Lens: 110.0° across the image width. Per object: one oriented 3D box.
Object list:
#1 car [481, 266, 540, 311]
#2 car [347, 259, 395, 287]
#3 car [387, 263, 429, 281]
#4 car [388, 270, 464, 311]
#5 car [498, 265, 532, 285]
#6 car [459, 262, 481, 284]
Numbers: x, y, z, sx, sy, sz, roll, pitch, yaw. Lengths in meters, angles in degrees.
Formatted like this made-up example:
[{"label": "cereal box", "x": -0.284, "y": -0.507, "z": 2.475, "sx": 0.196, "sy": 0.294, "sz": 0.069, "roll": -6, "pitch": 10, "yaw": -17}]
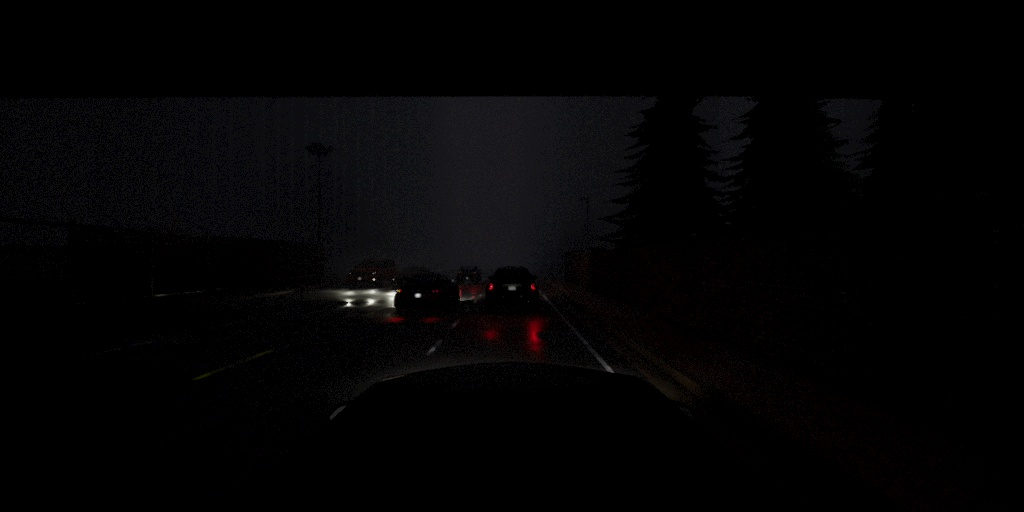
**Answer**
[{"label": "car", "x": 0.016, "y": 1.246, "z": 15.423, "sx": 2.097, "sy": 1.767, "sz": 4.553, "roll": 0, "pitch": -1, "yaw": 0}, {"label": "car", "x": -10.509, "y": 1.250, "z": 27.524, "sx": 2.150, "sy": 2.045, "sz": 5.566, "roll": 0, "pitch": -1, "yaw": 0}, {"label": "car", "x": -7.025, "y": 1.483, "z": 25.817, "sx": 1.882, "sy": 1.535, "sz": 5.008, "roll": 0, "pitch": -1, "yaw": 0}, {"label": "car", "x": -3.487, "y": 1.459, "z": 15.381, "sx": 1.994, "sy": 1.385, "sz": 4.181, "roll": 0, "pitch": -1, "yaw": 1}, {"label": "car", "x": 0.365, "y": 1.547, "z": 30.434, "sx": 2.128, "sy": 1.511, "sz": 4.902, "roll": 0, "pitch": 0, "yaw": 9}, {"label": "car", "x": -3.644, "y": 1.547, "z": 30.487, "sx": 2.128, "sy": 1.511, "sz": 4.902, "roll": 0, "pitch": 0, "yaw": -4}]
